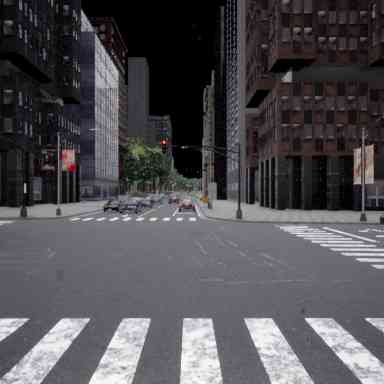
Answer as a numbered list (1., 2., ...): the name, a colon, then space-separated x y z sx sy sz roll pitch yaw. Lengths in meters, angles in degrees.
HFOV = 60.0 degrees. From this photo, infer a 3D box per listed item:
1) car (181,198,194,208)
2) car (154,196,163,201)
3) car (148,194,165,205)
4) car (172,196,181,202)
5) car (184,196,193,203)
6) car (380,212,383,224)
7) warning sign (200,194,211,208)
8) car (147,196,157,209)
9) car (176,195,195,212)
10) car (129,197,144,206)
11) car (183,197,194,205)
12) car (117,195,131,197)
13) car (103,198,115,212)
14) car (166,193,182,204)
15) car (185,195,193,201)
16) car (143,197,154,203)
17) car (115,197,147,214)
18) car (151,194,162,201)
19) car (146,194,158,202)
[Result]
1. car: -0.632 1.614 49.910 1.802 1.307 4.206 0 0 0
2. car: -9.399 1.694 93.275 1.887 1.381 4.507 0 0 0
3. car: -6.516 1.566 61.492 1.837 1.490 4.892 0 -1 0
4. car: -3.535 1.582 75.638 1.812 1.442 4.674 0 0 0
5. car: -0.754 1.611 71.780 1.752 1.417 4.829 0 0 0
6. car: 14.997 1.457 21.005 5.566 2.045 2.150 1 0 0
7. warning sign: 1.718 1.131 42.744 1.300 1.860 1.060 0 0 0
8. car: -6.472 1.587 46.334 1.994 1.385 4.181 0 0 0
9. car: -0.572 1.448 39.061 1.967 1.590 4.097 0 0 0
10. car: -9.186 1.569 55.124 1.752 1.417 4.829 0 0 0
11. car: -0.693 1.602 60.760 1.887 1.381 4.507 0 0 0
12. car: -9.128 1.335 44.443 2.192 1.841 5.009 0 0 0
13. car: -9.097 1.573 39.016 1.947 1.339 4.313 0 0 0
14. car: -3.480 1.422 65.600 2.097 1.767 4.553 0 0 0
15. car: -0.844 1.573 87.885 1.967 1.590 4.097 0 0 0
16. car: -9.278 1.668 71.572 1.802 1.307 4.206 0 0 0
17. car: -6.421 1.547 35.494 2.033 1.411 5.357 0 0 -1
18. car: -9.370 1.448 87.850 2.192 1.841 5.009 0 0 0
19. car: -9.309 1.416 76.998 2.192 1.841 5.009 0 0 0
